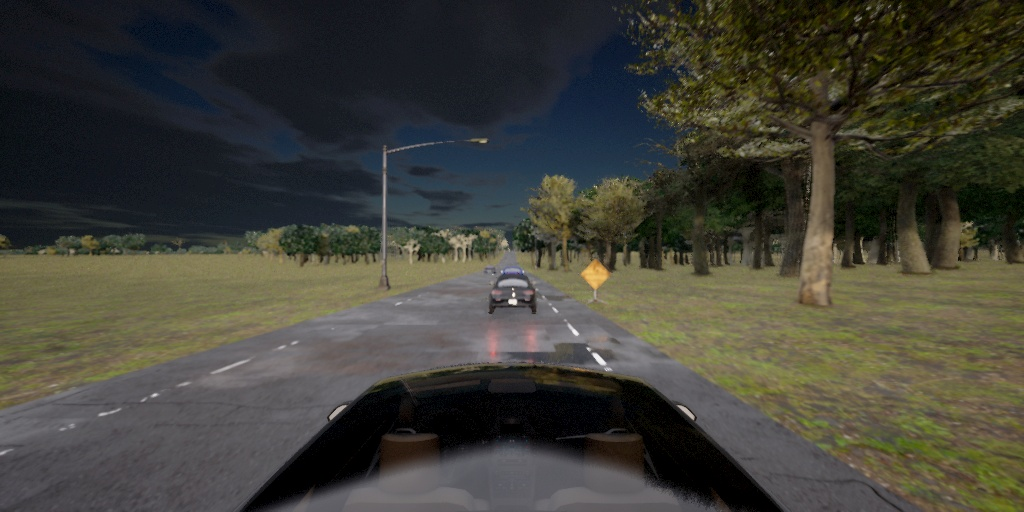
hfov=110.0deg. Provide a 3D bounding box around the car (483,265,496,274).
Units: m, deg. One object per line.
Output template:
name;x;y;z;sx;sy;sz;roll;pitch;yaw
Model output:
car;-3.560;2.226;58.525;2.033;1.411;5.357;0;-1;1

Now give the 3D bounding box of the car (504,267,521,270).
car;0.047;1.658;30.458;1.882;1.535;5.008;0;-1;0

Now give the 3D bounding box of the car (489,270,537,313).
car;0.049;1.466;14.882;1.812;1.442;4.674;0;-1;1

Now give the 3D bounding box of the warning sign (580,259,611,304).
warning sign;3.548;1.062;15.290;1.300;1.860;1.060;0;0;0
